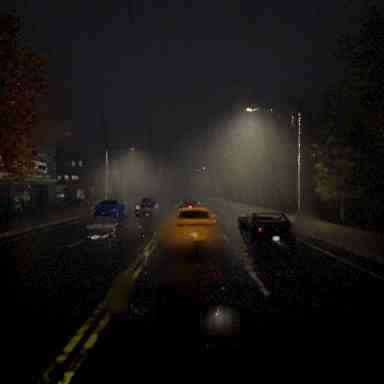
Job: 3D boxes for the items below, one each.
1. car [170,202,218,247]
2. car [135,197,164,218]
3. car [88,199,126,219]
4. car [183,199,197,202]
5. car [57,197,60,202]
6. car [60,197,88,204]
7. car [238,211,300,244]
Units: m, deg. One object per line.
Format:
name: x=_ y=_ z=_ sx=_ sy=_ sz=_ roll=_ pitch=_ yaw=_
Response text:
car: x=0.062 y=1.410 z=14.589 sx=1.882 sy=1.535 sz=5.008 roll=0 pitch=0 yaw=0
car: x=-3.576 y=1.221 z=28.652 sx=2.097 sy=1.767 sz=4.553 roll=0 pitch=0 yaw=-1
car: x=-6.815 y=1.352 z=27.853 sx=1.882 sy=1.535 sz=5.008 roll=0 pitch=0 yaw=-1
car: x=-0.201 y=1.414 z=32.919 sx=1.994 sy=1.385 sz=4.181 roll=0 pitch=0 yaw=-1
car: x=-29.169 y=1.511 z=67.902 sx=4.403 sy=1.369 sz=2.008 roll=-1 pitch=1 yaw=-1
car: x=-20.696 y=1.551 z=59.529 sx=4.313 sy=1.339 sz=1.947 roll=-1 pitch=1 yaw=-1
car: x=3.309 y=1.530 z=15.368 sx=1.895 sy=1.301 sz=4.718 roll=0 pitch=0 yaw=-1
